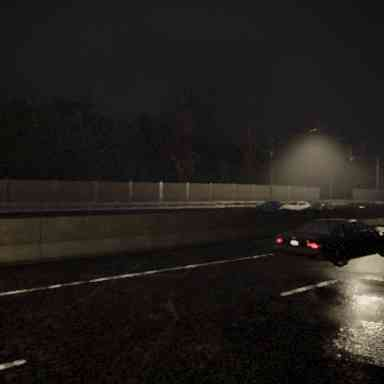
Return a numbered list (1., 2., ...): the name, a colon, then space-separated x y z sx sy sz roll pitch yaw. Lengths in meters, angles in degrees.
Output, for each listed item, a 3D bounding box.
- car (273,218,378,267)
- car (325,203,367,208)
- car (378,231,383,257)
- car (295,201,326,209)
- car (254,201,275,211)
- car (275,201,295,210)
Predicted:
1. car: 5.220 1.650 11.772 5.357 1.411 2.033 1 0 -35
2. car: 15.702 1.846 32.381 5.357 1.411 2.033 1 0 -35
3. car: 7.261 1.580 8.921 5.008 1.535 1.882 1 0 -36
4. car: 13.681 1.846 35.238 5.357 1.411 2.033 1 0 -35
5. car: 9.755 1.825 41.023 4.674 1.442 1.812 1 0 -36
6. car: 12.103 1.829 38.406 4.674 1.442 1.812 1 0 -35
